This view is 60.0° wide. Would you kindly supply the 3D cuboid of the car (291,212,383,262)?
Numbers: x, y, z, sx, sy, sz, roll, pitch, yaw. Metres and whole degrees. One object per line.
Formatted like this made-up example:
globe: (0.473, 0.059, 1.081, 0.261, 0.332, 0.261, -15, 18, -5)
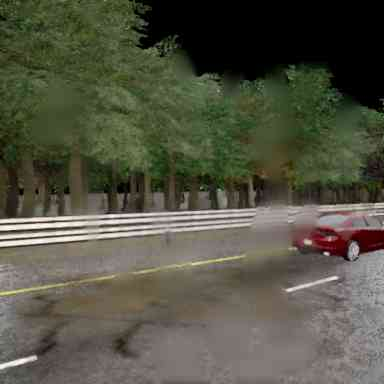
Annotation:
car: (5.766, 1.469, 12.168, 5.008, 1.535, 1.882, 0, 0, -35)
